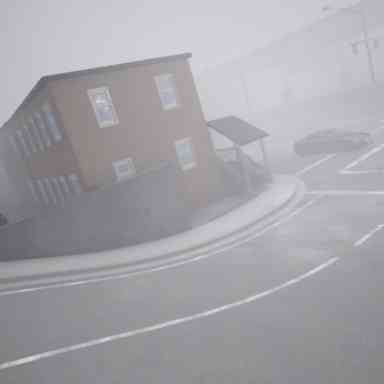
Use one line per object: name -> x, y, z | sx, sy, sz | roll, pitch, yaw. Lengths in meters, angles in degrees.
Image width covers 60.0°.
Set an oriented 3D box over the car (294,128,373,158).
car -> 8.796, -3.211, 21.212 | 2.128, 1.511, 4.902 | -25, 15, -32
